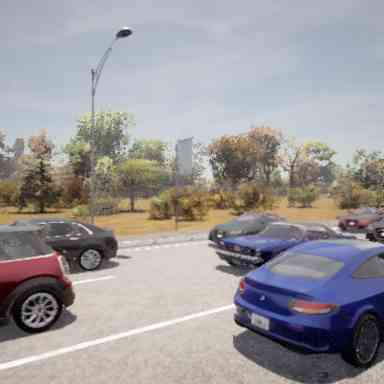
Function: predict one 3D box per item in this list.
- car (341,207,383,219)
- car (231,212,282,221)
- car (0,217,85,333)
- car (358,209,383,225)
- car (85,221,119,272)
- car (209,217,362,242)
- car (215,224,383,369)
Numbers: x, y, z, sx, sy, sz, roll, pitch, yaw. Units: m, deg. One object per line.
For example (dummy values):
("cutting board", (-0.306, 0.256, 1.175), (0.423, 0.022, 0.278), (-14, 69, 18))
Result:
("car", (10.737, 1.622, 20.124), (4.181, 1.385, 1.994), (0, 0, -35))
("car", (2.784, 1.595, 14.488), (4.181, 1.385, 1.994), (0, 0, -34))
("car", (-4.322, 1.350, 5.170), (4.553, 1.767, 2.097), (0, 0, -36))
("car", (9.764, 1.612, 15.163), (4.181, 1.385, 1.994), (0, 0, -35))
("car", (-4.513, 1.511, 9.355), (4.892, 1.490, 1.837), (0, 0, -35))
("car", (3.040, 1.625, 10.412), (4.718, 1.301, 1.895), (0, 0, -35))
("car", (2.772, 1.541, 5.723), (4.674, 1.442, 1.812), (0, 0, -35))
